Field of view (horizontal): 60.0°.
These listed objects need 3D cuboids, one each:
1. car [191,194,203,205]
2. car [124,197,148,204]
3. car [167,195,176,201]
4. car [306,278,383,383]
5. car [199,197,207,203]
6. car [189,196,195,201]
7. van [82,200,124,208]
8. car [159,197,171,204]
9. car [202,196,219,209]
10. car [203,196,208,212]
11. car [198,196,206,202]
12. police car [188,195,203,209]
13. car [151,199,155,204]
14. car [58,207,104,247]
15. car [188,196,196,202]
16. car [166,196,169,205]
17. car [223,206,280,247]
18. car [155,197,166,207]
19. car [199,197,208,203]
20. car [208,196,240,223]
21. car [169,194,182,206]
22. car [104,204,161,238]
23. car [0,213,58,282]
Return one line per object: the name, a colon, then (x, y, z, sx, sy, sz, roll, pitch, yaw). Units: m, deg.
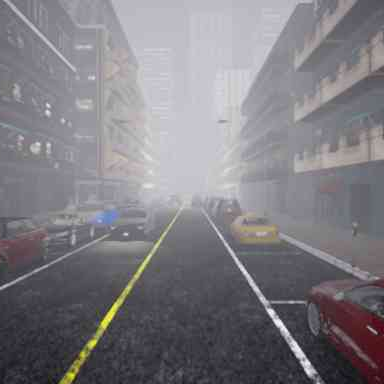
car: (0.888, 1.459, 64.231, 2.150, 2.045, 5.566, 0, 0, 0)
car: (-5.700, 1.430, 31.791, 2.192, 1.841, 5.009, -1, 0, 0)
car: (-5.722, 1.658, 93.413, 2.192, 1.841, 5.009, -1, 0, 0)
car: (2.680, 1.596, 3.753, 1.802, 1.307, 4.206, -1, 0, 0)
car: (2.664, 1.867, 82.181, 1.947, 1.339, 4.313, -1, 0, 0)
car: (-0.018, 1.860, 94.527, 1.812, 1.442, 4.674, 0, 0, 0)
van: (-5.674, 1.416, 20.587, 1.690, 1.788, 3.998, -1, 0, 0)
car: (-5.714, 1.810, 71.005, 2.008, 1.369, 4.403, -1, 0, 0)
car: (2.667, 1.491, 48.570, 2.192, 1.841, 5.009, -1, 0, 0)
car: (2.669, 1.450, 37.366, 2.192, 1.841, 5.009, -1, 0, 0)
car: (2.661, 1.762, 87.784, 1.967, 1.590, 4.097, -1, 0, 0)
police car: (0.788, 1.601, 48.316, 1.930, 1.638, 5.238, 0, 0, 0)
car: (-5.715, 1.686, 37.392, 2.008, 1.369, 4.403, -1, 0, 0)
car: (-5.670, 1.605, 14.984, 2.008, 1.369, 4.403, -1, 0, 0)
car: (-0.016, 1.780, 83.489, 1.895, 1.301, 4.718, 0, 0, 0)
car: (-5.712, 1.800, 59.800, 1.802, 1.307, 4.206, -1, 0, 0)
car: (2.677, 1.580, 15.127, 1.752, 1.417, 4.829, -1, 0, 0)
car: (-5.711, 1.779, 54.198, 1.802, 1.307, 4.206, -1, 0, 0)
car: (2.665, 1.806, 76.749, 1.752, 1.417, 4.829, -1, 0, 0)
car: (2.671, 1.410, 26.162, 2.192, 1.841, 5.009, -1, 0, 0)
car: (-3.041, 1.443, 60.553, 2.150, 2.045, 5.566, 0, 0, 1)
car: (-3.103, 1.614, 18.304, 2.033, 1.411, 5.357, 0, 0, 0)
car: (-5.671, 1.474, 9.382, 1.967, 1.590, 4.097, -1, 0, 0)
